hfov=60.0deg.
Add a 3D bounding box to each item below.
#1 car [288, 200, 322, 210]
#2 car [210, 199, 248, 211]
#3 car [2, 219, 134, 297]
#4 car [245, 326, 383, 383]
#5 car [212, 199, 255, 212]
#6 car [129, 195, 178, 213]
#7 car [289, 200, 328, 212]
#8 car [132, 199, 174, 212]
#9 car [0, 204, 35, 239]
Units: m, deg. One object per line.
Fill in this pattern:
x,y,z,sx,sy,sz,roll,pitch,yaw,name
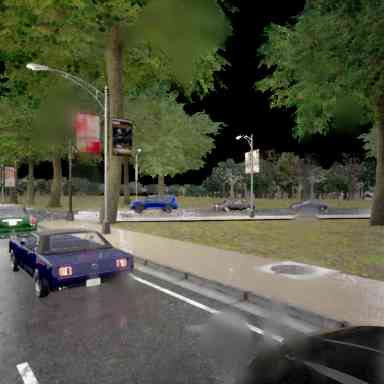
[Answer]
15.845,1.821,46.744,4.181,1.385,1.994,0,0,-14,car
4.906,1.713,43.943,4.674,1.442,1.812,0,0,-14,car
-3.420,1.601,8.710,1.895,1.301,4.718,0,0,-38,car
2.357,1.478,1.241,1.882,1.535,5.008,0,0,-38,car
5.324,1.678,40.697,4.902,1.511,2.128,0,0,-14,car
-4.364,1.352,38.212,5.566,2.045,2.150,0,0,-14,car
15.325,1.774,43.258,4.674,1.442,1.812,0,0,-14,car
-4.879,1.622,41.432,4.902,1.511,2.128,0,0,-14,car
-8.915,1.352,15.824,2.097,1.767,4.553,0,0,-38,car
